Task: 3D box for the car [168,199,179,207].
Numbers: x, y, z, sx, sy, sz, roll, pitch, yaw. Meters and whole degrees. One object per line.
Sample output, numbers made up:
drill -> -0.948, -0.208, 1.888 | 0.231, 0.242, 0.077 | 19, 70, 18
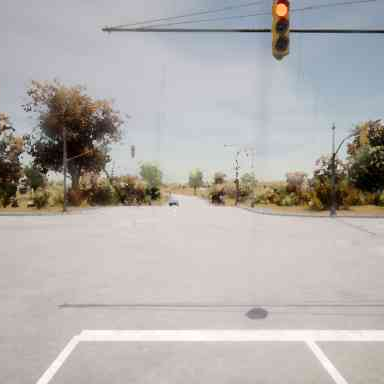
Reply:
car -> -3.500, 2.088, 63.537 | 2.033, 1.411, 5.357 | 0, -2, 0
